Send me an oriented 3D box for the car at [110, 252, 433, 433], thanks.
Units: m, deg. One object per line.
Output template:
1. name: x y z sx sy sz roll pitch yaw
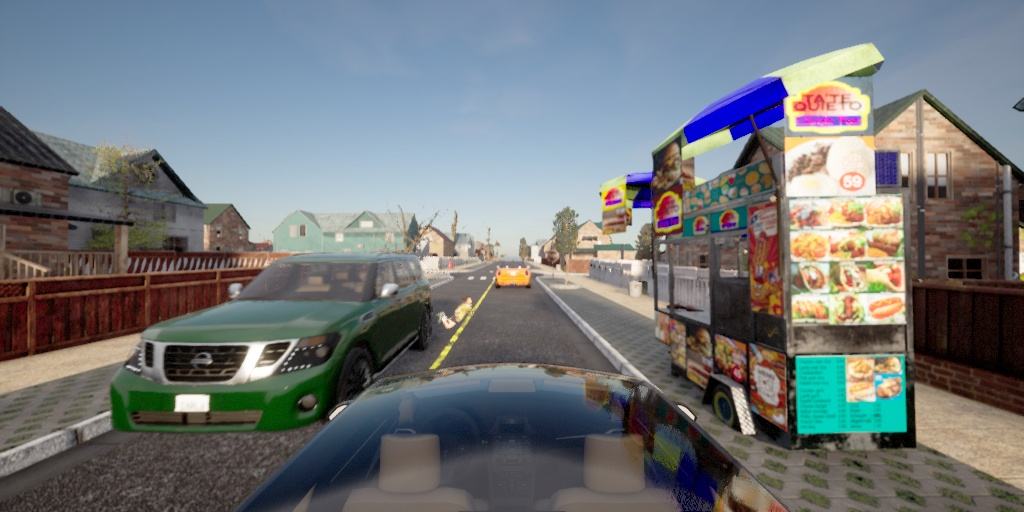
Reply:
1. car: -2.852 0.951 5.960 2.150 2.045 5.566 0 0 0

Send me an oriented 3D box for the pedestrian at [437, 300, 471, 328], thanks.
1. pedestrian: -1.336 1.501 7.303 0.500 1.100 0.500 38 20 -3

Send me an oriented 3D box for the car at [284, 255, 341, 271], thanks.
1. car: -20.850 0.705 37.594 4.892 1.490 1.837 1 -1 0

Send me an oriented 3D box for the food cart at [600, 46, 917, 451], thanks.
1. food cart: 3.012 0.199 5.067 2.280 3.560 4.660 0 0 0

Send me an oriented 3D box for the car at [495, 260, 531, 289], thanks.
1. car: 0.080 1.016 22.511 2.097 1.767 4.553 0 0 0
